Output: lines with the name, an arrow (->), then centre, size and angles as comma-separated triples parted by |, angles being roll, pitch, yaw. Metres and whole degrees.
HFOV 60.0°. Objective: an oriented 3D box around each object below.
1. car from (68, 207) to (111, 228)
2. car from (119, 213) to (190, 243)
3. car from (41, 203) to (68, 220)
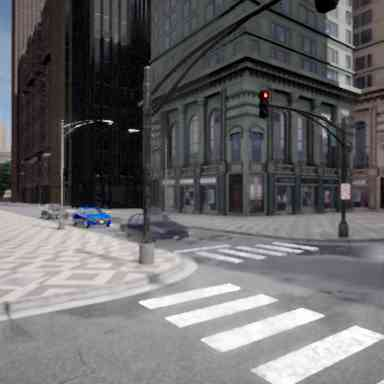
car -> -8.104, 1.981, 26.628 | 1.882, 1.535, 5.008 | 0, -1, -35
car -> -2.275, 1.876, 18.373 | 2.033, 1.411, 5.357 | 0, -1, -35
car -> -15.115, 2.068, 36.569 | 2.097, 1.767, 4.553 | 0, -1, -35
